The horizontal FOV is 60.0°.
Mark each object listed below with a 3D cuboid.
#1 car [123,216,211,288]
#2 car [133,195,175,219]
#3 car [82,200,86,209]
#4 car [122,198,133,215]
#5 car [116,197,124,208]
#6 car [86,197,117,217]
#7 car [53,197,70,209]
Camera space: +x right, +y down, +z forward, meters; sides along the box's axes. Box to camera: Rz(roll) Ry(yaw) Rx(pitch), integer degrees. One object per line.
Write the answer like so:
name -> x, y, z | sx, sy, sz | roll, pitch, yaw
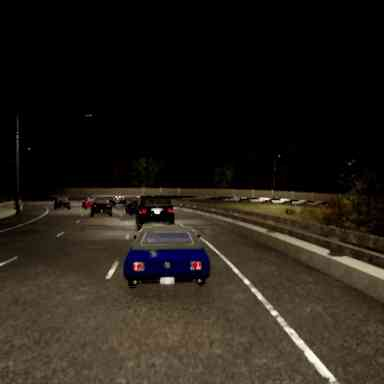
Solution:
car -> -0.691, 1.585, 9.241 | 1.895, 1.301, 4.718 | 0, 0, -4
car -> -2.396, 1.188, 20.825 | 2.150, 2.045, 5.566 | 0, 0, -11
car -> -13.221, 1.499, 43.514 | 1.994, 1.385, 4.181 | 0, 0, -23
car -> -5.408, 1.511, 32.764 | 1.994, 1.385, 4.181 | 0, 0, -17
car -> -9.965, 1.421, 44.799 | 2.128, 1.511, 4.902 | 0, 0, -23
car -> -8.589, 1.443, 31.354 | 2.128, 1.511, 4.902 | 0, 0, -17
car -> -16.864, 1.431, 43.120 | 2.128, 1.511, 4.902 | 0, 0, -24
